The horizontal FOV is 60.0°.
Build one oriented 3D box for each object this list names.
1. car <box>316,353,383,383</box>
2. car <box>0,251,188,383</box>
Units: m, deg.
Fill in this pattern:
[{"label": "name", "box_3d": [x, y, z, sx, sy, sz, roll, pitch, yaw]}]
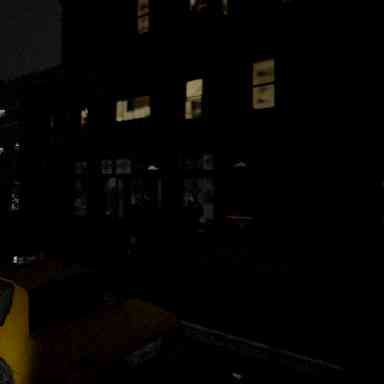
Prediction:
[{"label": "car", "box_3d": [2.325, 1.447, 1.211, 4.097, 1.590, 1.967, 0, 1, 35]}, {"label": "car", "box_3d": [-2.332, 1.499, 4.530, 4.829, 1.417, 1.752, 0, 1, 35]}]
